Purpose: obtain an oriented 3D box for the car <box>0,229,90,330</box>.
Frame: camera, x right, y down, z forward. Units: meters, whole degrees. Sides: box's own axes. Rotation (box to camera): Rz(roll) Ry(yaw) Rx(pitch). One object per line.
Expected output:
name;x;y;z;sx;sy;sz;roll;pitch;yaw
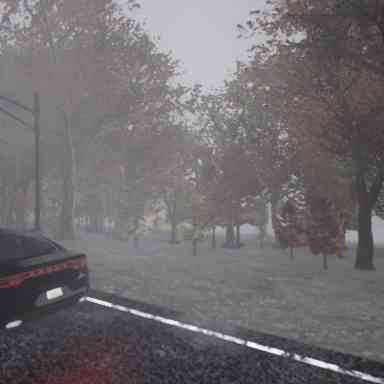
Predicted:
car;-4.156;1.490;6.617;5.008;1.535;1.882;-2;2;36
